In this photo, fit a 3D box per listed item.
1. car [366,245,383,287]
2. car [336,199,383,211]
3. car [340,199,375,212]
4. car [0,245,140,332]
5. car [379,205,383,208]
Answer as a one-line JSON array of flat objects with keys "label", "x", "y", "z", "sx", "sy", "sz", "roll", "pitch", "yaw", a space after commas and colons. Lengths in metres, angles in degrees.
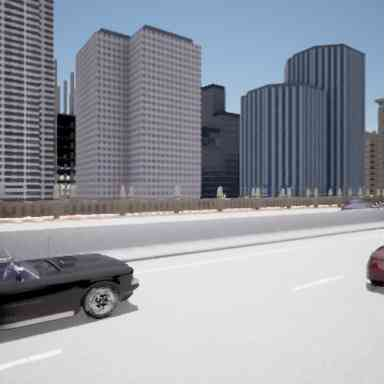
[{"label": "car", "x": 6.107, "y": 1.564, "z": 8.106, "sx": 4.181, "sy": 1.385, "sz": 1.994, "roll": 0, "pitch": 0, "yaw": -36}, {"label": "car", "x": 13.480, "y": 1.548, "z": 26.514, "sx": 5.357, "sy": 1.411, "sz": 2.033, "roll": 0, "pitch": 0, "yaw": -35}, {"label": "car", "x": 19.706, "y": 1.565, "z": 39.540, "sx": 4.181, "sy": 1.385, "sz": 1.994, "roll": 0, "pitch": 0, "yaw": -35}, {"label": "car", "x": -3.338, "y": 1.601, "z": 5.665, "sx": 4.718, "sy": 1.301, "sz": 1.895, "roll": 0, "pitch": 0, "yaw": -36}, {"label": "car", "x": 11.566, "y": 1.492, "z": 16.302, "sx": 4.902, "sy": 1.511, "sz": 2.128, "roll": 0, "pitch": 0, "yaw": -36}]
